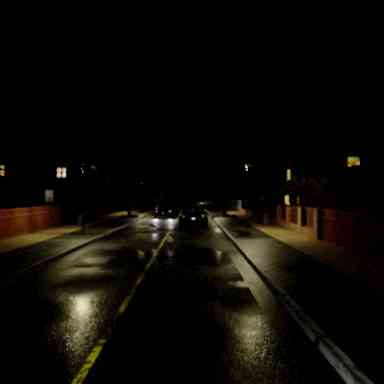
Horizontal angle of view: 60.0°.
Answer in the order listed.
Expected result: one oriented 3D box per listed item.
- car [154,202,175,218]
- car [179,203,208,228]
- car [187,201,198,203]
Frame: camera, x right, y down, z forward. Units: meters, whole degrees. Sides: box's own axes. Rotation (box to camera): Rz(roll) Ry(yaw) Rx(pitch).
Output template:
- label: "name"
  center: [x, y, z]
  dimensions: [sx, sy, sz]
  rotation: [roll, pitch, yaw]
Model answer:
- label: "car"
  center: [-2.752, 1.785, 33.995]
  dimensions: [1.837, 1.490, 4.892]
  rotation: [0, 0, 0]
- label: "car"
  center: [0.098, 1.749, 24.050]
  dimensions: [1.994, 1.385, 4.181]
  rotation: [0, 0, 0]
- label: "car"
  center: [0.097, 1.839, 41.277]
  dimensions: [1.837, 1.490, 4.892]
  rotation: [0, -1, 0]
